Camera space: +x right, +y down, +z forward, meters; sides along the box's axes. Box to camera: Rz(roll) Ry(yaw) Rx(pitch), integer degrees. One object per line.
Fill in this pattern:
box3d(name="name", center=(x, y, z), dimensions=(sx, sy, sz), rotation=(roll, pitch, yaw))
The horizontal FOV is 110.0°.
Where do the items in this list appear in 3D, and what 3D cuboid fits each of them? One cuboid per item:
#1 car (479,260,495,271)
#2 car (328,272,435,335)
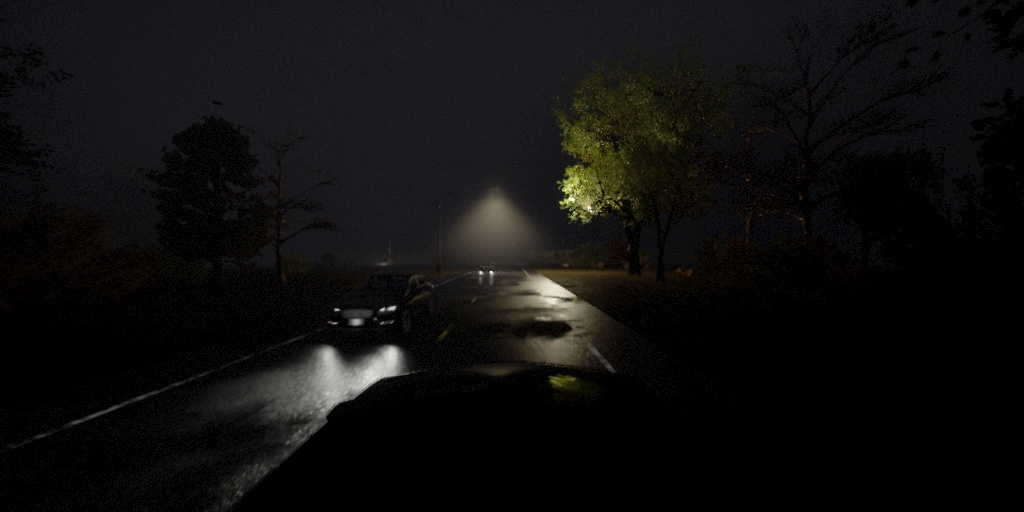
box3d(name="car", center=(-3.576, 1.344, 51.418), dimensions=(1.837, 1.490, 4.892), rotation=(0, 0, 0))
box3d(name="car", center=(-3.600, 1.265, 10.724), dimensions=(2.128, 1.511, 4.902), rotation=(0, 0, 0))
